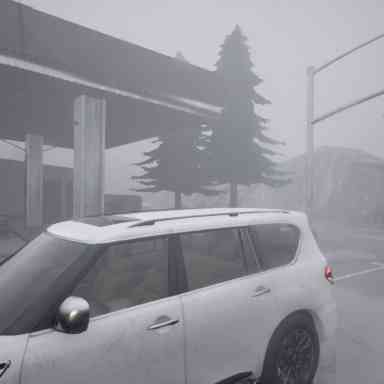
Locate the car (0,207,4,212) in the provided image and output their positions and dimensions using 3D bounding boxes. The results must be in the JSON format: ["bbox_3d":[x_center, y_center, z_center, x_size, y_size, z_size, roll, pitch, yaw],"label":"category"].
[{"bbox_3d":[-11.583,1.521,18.528,2.242,1.667,4.611,1,0,-36],"label":"car"}]

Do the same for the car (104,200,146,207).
[{"bbox_3d":[-4.453,1.446,18.318,1.905,1.878,3.866,1,0,-36],"label":"car"}]

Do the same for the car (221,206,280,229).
[{"bbox_3d":[4.267,1.816,24.911,1.994,1.385,4.181,1,0,-35],"label":"car"}]

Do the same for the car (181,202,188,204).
[{"bbox_3d":[-0.648,1.720,31.911,1.812,1.442,4.674,1,0,-35],"label":"car"}]

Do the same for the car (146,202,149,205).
[{"bbox_3d":[-6.511,1.652,40.240,1.812,1.442,4.674,1,0,-35],"label":"car"}]

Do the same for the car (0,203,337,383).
[{"bbox_3d":[-0.746,1.256,3.520,5.566,2.045,2.150,-1,0,-36],"label":"car"}]

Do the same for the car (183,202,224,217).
[{"bbox_3d":[1.161,1.822,35.744,1.895,1.301,4.718,1,0,-35],"label":"car"}]
